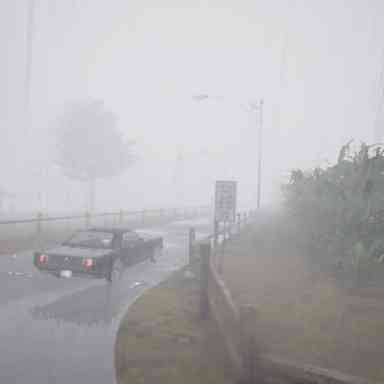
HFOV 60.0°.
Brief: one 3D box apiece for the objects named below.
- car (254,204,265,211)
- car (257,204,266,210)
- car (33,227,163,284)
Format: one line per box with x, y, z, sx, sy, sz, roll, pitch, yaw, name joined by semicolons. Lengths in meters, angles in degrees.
15.487;3.703;76.879;2.128;1.511;4.902;2;-2;15;car
18.200;3.888;86.941;1.837;1.490;4.892;2;-2;15;car
-2.464;1.745;10.215;1.895;1.301;4.718;2;-1;15;car
